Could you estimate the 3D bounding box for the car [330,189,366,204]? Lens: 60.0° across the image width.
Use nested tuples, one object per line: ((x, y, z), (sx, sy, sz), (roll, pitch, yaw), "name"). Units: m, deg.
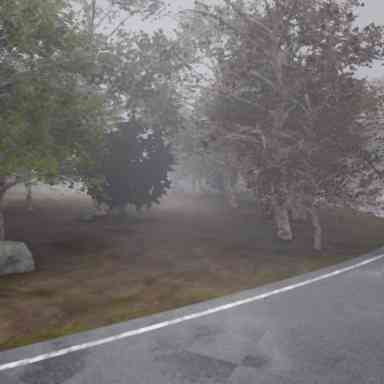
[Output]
((16.055, 0.400, 34.969), (1.837, 1.490, 4.892), (-4, 2, -14), "car")
